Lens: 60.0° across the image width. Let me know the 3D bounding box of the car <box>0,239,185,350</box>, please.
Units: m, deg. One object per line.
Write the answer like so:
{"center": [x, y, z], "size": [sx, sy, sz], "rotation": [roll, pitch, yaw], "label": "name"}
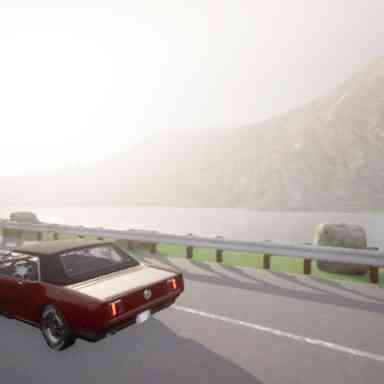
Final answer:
{"center": [-2.557, 1.560, 6.129], "size": [4.718, 1.301, 1.895], "rotation": [0, 1, 34], "label": "car"}
